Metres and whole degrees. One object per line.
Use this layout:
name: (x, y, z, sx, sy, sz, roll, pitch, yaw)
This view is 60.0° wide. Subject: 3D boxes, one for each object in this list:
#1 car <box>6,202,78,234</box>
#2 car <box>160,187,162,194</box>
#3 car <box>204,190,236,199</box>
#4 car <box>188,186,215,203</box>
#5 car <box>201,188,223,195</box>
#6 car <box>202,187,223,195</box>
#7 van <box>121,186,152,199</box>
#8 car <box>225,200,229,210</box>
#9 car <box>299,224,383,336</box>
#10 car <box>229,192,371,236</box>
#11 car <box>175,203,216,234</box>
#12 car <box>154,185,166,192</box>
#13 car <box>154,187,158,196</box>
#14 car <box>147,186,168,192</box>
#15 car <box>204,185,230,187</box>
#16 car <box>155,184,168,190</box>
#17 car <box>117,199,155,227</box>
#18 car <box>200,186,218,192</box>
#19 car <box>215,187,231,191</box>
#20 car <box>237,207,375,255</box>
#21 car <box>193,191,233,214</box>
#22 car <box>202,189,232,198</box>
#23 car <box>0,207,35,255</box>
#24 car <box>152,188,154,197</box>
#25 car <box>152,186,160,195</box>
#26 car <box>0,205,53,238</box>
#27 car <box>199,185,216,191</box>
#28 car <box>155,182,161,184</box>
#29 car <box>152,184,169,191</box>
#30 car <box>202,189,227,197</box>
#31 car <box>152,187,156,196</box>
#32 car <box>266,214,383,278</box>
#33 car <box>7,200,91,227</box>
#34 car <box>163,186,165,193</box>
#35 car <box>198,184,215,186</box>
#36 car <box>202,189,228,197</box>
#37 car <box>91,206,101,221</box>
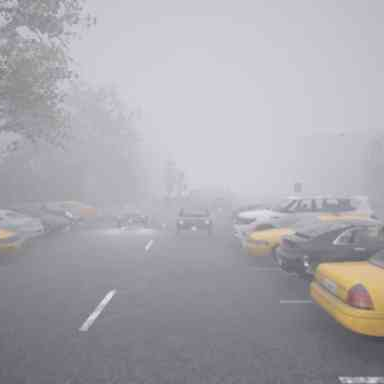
car: (-8.502, 1.403, 16.358, 4.792, 1.488, 2.163, 0, 0, 0)
car: (-8.946, 0.137, 62.815, 5.366, 1.575, 1.946, 0, 1, 0)
car: (4.275, 0.375, 51.709, 4.792, 1.488, 2.163, 0, 1, 0)
car: (-0.042, 0.487, 40.368, 4.553, 1.767, 2.097, 0, 5, 35)
car: (4.363, -0.195, 73.999, 4.792, 1.488, 2.163, 0, 2, 0)
car: (4.362, -0.245, 71.208, 4.553, 1.767, 2.185, 0, 2, 0)
van: (-8.653, 0.160, 48.856, 4.442, 1.987, 1.878, 1, 1, 0)
car: (4.579, 1.387, 19.121, 4.792, 1.488, 2.163, 0, 0, 0)
car: (4.728, 1.442, 5.240, 5.366, 1.575, 1.946, 0, 0, 0)
car: (4.518, 1.141, 13.567, 5.566, 2.045, 2.435, 0, 0, 0)
car: (0.110, 1.482, 18.394, 1.895, 1.301, 4.718, 0, 0, 0)
car: (-8.744, -0.114, 71.048, 5.008, 1.535, 2.097, 0, 2, 0)
car: (-8.797, 0.290, 57.229, 4.792, 1.488, 2.163, 0, 1, 0)
car: (-8.737, -0.724, 84.977, 5.008, 1.535, 2.097, 0, 3, 0)
car: (4.277, 0.181, 54.492, 4.553, 1.767, 2.185, 0, 1, 0)
car: (-8.550, -0.588, 82.191, 5.366, 1.575, 1.946, 0, 3, 0)
car: (-3.525, 1.388, 21.490, 1.812, 1.442, 4.674, 0, 0, 1)
car: (4.346, -0.691, 85.132, 4.674, 1.452, 2.002, 0, 3, 0)
car: (4.330, 0.413, 48.925, 4.792, 1.488, 2.163, 0, 1, 0)
car: (4.360, 1.407, 10.792, 5.366, 1.575, 1.946, 0, 0, 0)
car: (2.371, 1.057, 30.947, 1.837, 1.490, 4.892, 3, 5, 30)
car: (4.317, 0.261, 57.273, 5.008, 1.535, 2.097, 0, 1, 0)
car: (-8.349, 1.406, 10.817, 5.366, 1.575, 1.946, 0, 0, 0)
car: (-8.778, 0.387, 51.533, 4.674, 1.452, 2.002, 0, 1, 0)
car: (-8.950, 0.202, 60.020, 5.366, 1.575, 1.946, 0, 1, 0)
car: (-8.530, 1.431, 13.588, 4.674, 1.452, 2.002, 0, 0, 0)
car: (4.389, -1.170, 93.484, 4.792, 1.488, 2.163, 0, 4, 0)
car: (-8.756, -1.123, 87.749, 5.566, 2.045, 2.435, 0, 3, 0)
car: (-8.752, -1.317, 93.327, 4.553, 1.767, 2.185, 0, 3, 0)
car: (4.352, 0.096, 65.634, 4.792, 1.488, 2.163, 0, 2, 0)
car: (-8.775, 0.348, 54.317, 4.674, 1.452, 2.002, 0, 1, 0)
car: (4.538, 1.428, 8.016, 4.892, 1.521, 2.231, 0, 0, 0)
car: (-8.562, 1.232, 19.003, 4.553, 1.767, 2.185, 0, 0, 0)
car: (-8.748, -0.019, 68.260, 5.008, 1.535, 2.097, 0, 2, 0)
car: (4.287, -0.046, 60.061, 5.566, 2.045, 2.435, 0, 1, 0)
car: (4.326, 0.142, 62.855, 4.892, 1.521, 2.231, 0, 2, 0)
car: (-8.524, 1.339, 21.775, 5.008, 1.535, 2.097, 0, 0, 0)
